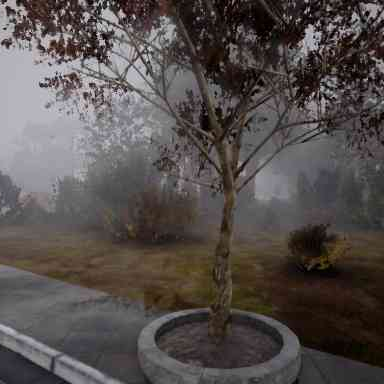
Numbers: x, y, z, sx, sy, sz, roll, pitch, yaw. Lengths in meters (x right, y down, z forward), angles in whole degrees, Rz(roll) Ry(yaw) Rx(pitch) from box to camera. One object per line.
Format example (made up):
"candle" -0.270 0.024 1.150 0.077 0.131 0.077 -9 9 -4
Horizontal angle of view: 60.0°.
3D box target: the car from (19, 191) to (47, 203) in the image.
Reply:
"car" -21.908 0.893 44.246 2.150 2.045 5.566 1 0 32

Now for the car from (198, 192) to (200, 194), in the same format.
"car" 0.903 0.971 60.271 2.150 2.045 5.566 1 0 32
